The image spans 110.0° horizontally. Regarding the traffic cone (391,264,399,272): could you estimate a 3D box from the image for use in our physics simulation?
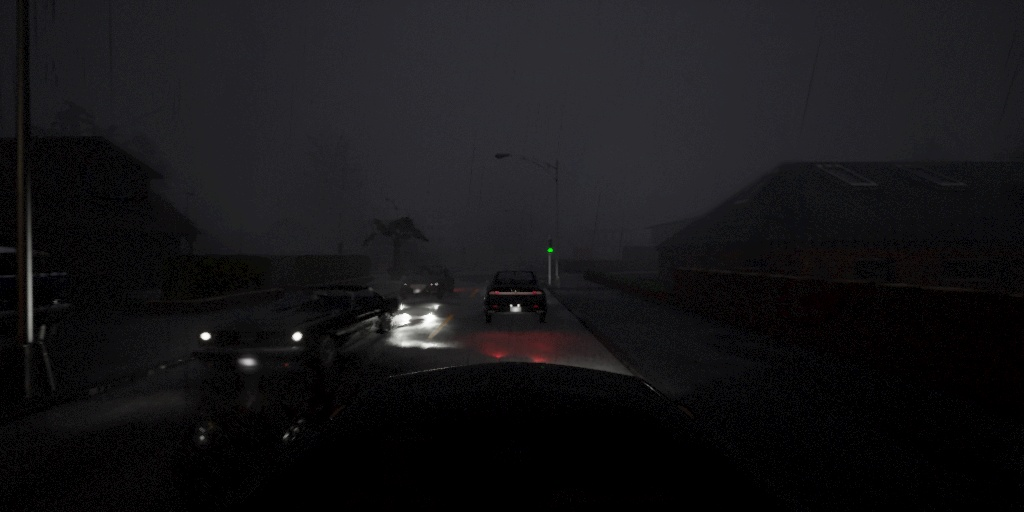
[{"bbox_3d":[-15.757,1.467,48.179,0.344,0.586,0.344,0,0,0],"label":"traffic cone"}]

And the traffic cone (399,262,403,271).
[{"bbox_3d":[-15.396,1.463,48.749,0.344,0.586,0.344,0,0,0],"label":"traffic cone"}]

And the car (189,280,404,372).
[{"bbox_3d":[-4.082,1.339,7.769,1.895,1.301,4.718,0,0,0],"label":"car"}]

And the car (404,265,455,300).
[{"bbox_3d":[-4.002,1.209,17.645,2.128,1.511,4.902,0,0,0],"label":"car"}]

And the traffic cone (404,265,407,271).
[{"bbox_3d":[-14.397,1.485,49.789,0.344,0.586,0.344,0,0,0],"label":"traffic cone"}]

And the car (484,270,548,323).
[{"bbox_3d":[0.100,1.220,12.068,2.128,1.511,4.902,0,0,0],"label":"car"}]
